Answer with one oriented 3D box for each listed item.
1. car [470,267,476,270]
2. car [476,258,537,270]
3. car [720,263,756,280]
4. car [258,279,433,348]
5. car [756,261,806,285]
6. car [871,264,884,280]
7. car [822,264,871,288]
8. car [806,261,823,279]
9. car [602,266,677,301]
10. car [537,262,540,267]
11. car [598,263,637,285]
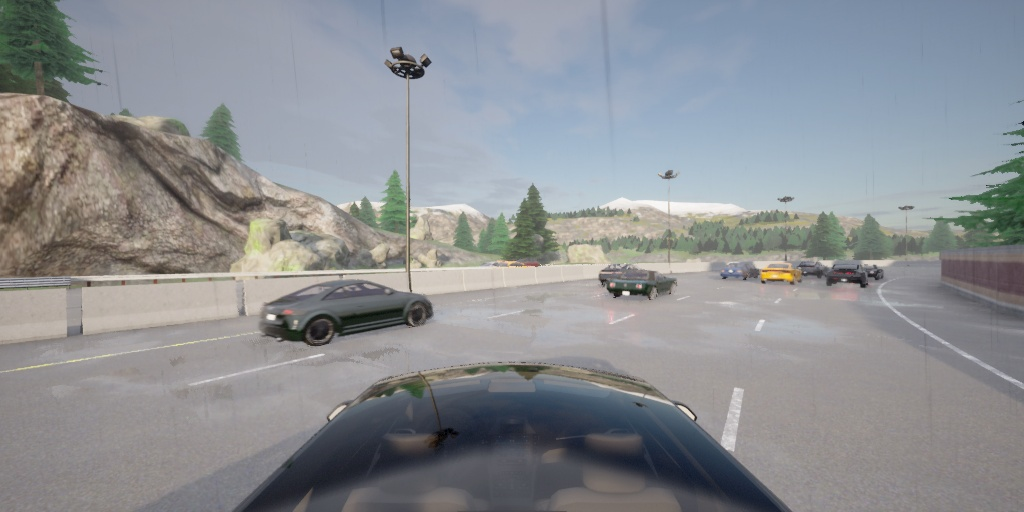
[{"bbox_3d":[-2.004,1.276,34.495,1.812,1.442,4.674,0,0,43],"label":"car"},{"bbox_3d":[-0.388,1.227,31.099,1.882,1.535,5.008,0,0,43],"label":"car"},{"bbox_3d":[19.898,1.297,31.172,5.357,1.411,2.033,0,0,-41],"label":"car"},{"bbox_3d":[-4.141,1.314,9.513,1.994,1.385,4.181,0,0,35],"label":"car"},{"bbox_3d":[19.807,1.228,26.298,5.008,1.535,1.882,0,0,-44],"label":"car"},{"bbox_3d":[30.460,1.351,30.851,4.718,1.301,1.895,0,0,-39],"label":"car"},{"bbox_3d":[22.506,1.255,24.034,4.892,1.490,1.837,0,0,-43],"label":"car"},{"bbox_3d":[27.764,1.242,33.153,4.902,1.511,2.128,0,0,-39],"label":"car"},{"bbox_3d":[6.484,1.351,17.533,1.895,1.301,4.718,0,0,40],"label":"car"},{"bbox_3d":[1.597,1.101,47.862,4.553,1.767,2.097,0,0,-42],"label":"car"},{"bbox_3d":[7.586,1.242,23.951,2.128,1.511,4.902,0,0,42],"label":"car"}]
